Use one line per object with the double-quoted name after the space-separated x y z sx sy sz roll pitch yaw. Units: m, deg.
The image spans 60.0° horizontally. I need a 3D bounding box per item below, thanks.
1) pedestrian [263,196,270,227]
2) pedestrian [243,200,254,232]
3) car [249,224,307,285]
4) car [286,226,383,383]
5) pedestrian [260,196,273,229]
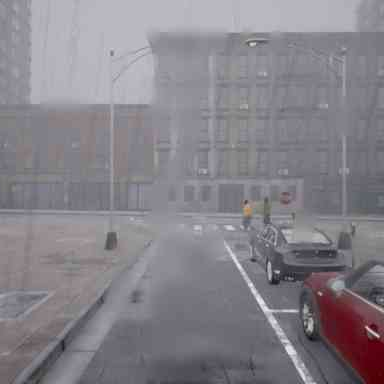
4.428 1.160 19.789 0.375 1.860 0.375 0 0 0 "pedestrian"
3.096 1.297 18.596 0.375 1.860 0.375 0 0 0 "pedestrian"
2.693 1.552 9.274 2.008 1.369 4.403 0 0 0 "car"
2.664 1.441 3.771 1.967 1.590 4.097 0 0 0 "car"
4.327 1.221 19.188 0.375 1.860 0.375 0 0 0 "pedestrian"
